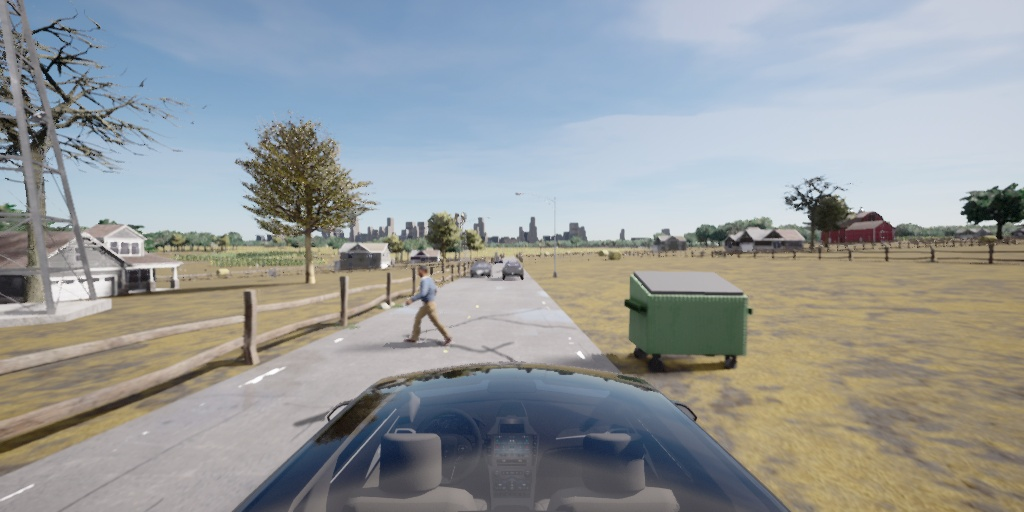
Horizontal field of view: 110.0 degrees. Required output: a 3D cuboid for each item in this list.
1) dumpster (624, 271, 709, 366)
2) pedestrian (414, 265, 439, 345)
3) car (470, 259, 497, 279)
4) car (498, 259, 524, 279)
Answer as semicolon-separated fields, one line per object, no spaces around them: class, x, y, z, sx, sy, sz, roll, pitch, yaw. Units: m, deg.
dumpster;3.123;1.156;7.654;1.020;1.700;1.940;0;0;0
pedestrian;-1.882;1.054;7.858;0.375;1.860;0.375;-1;1;-15
car;-2.856;1.286;34.008;2.128;1.511;4.902;0;0;0
car;0.085;1.284;32.604;2.128;1.511;4.902;0;0;0
